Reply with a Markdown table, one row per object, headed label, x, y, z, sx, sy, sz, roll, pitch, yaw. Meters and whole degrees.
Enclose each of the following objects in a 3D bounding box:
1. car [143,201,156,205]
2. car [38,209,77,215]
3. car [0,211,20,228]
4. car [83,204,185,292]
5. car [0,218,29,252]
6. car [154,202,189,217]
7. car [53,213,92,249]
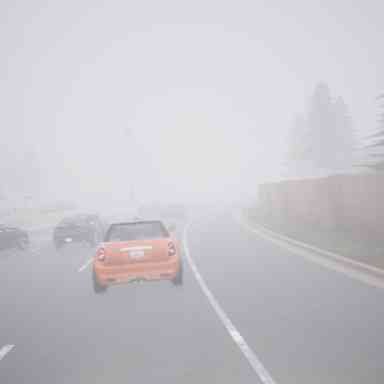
| label | x | y | z | sx | sy | sz | roll | pitch | yaw |
| --- | --- | --- | --- | --- | --- | --- | --- | --- | --- |
| car | -4.061 | 1.735 | 35.004 | 1.882 | 1.535 | 5.008 | -4 | 0 | 10 |
| car | -14.718 | 2.135 | 36.363 | 2.150 | 2.045 | 5.566 | -4 | 0 | 10 |
| car | -18.834 | 2.715 | 31.895 | 1.812 | 1.442 | 4.674 | -4 | 0 | 7 |
| car | -1.502 | 1.446 | 9.651 | 2.097 | 1.767 | 4.553 | -4 | 0 | -7 |
| car | -8.848 | 2.049 | 14.388 | 2.128 | 1.511 | 4.902 | -4 | 0 | -3 |
| car | -1.488 | 1.642 | 28.890 | 2.033 | 1.411 | 5.357 | -4 | 0 | 7 |
| car | -5.455 | 1.849 | 16.945 | 1.837 | 1.490 | 4.892 | -4 | 0 | -2 |
